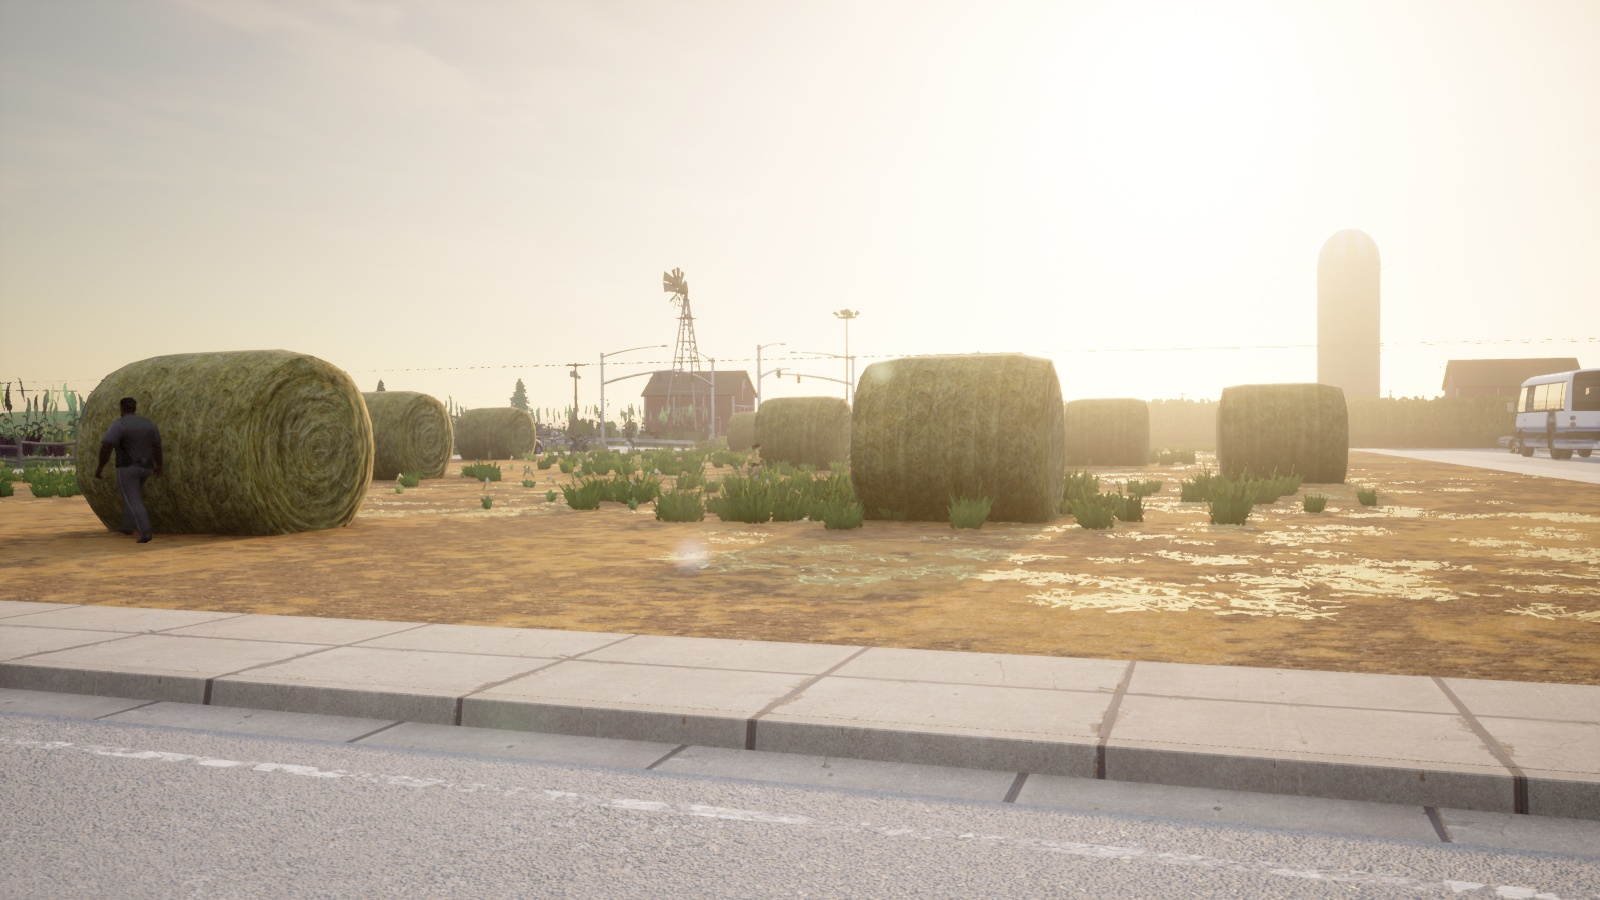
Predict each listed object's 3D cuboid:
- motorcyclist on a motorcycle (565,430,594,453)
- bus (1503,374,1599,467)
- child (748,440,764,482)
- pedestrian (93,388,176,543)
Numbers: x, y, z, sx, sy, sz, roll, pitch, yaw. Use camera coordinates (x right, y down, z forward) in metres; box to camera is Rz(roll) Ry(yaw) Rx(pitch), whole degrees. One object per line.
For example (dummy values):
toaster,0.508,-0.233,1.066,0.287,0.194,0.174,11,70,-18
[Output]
motorcyclist on a motorcycle,-14.661,-0.565,83.480,0.866,1.530,2.191,1,1,21
bus,38.324,-1.430,62.281,3.944,4.253,10.273,1,1,18
child,-1.185,0.288,33.679,0.394,1.110,0.255,0,1,6
pedestrian,-8.304,0.180,15.668,0.849,1.883,0.563,1,1,32
